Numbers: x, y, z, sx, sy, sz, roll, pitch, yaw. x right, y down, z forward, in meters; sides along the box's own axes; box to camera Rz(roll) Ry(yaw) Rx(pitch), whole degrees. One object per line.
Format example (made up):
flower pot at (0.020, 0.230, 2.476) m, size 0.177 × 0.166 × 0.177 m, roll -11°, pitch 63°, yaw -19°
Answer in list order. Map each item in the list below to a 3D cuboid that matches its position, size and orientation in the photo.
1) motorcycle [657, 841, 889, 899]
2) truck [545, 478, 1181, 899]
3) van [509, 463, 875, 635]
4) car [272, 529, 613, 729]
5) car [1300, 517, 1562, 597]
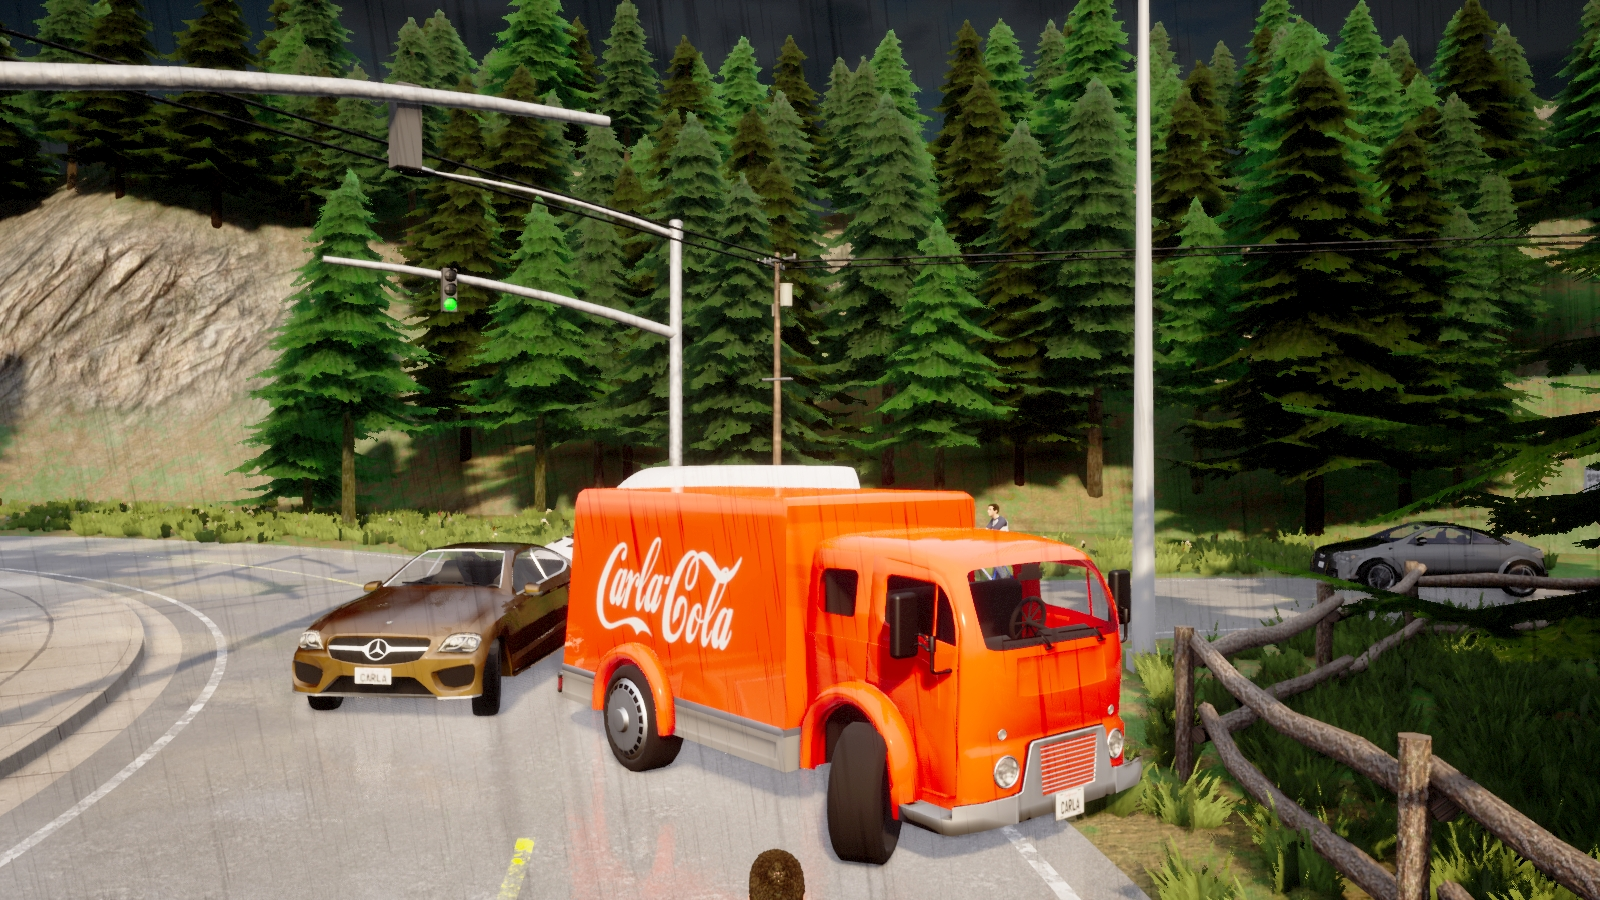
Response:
motorcycle at (-0.074, 2.159, 3.526) m, size 0.803 × 1.199 × 2.033 m, roll 0°, pitch 0°, yaw -2°
truck at (0.202, 1.542, 9.769) m, size 2.627 × 2.467 × 5.204 m, roll 0°, pitch 0°, yaw -39°
van at (-1.776, 1.528, 19.549) m, size 5.915 × 2.561 × 1.988 m, roll 0°, pitch 0°, yaw -27°
car at (-4.038, 1.970, 14.038) m, size 2.152 × 1.651 × 5.027 m, roll 0°, pitch 0°, yaw 6°
car at (12.589, 2.119, 23.051) m, size 4.181 × 1.385 × 1.994 m, roll 0°, pitch 0°, yaw 6°
